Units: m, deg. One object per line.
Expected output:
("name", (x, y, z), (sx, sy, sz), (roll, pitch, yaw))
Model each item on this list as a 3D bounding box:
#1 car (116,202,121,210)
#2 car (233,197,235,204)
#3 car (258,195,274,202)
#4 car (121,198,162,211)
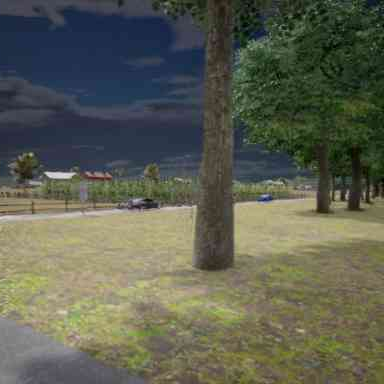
("car", (-7.230, 1.463, 40.396), (1.994, 1.385, 4.181), (-1, -1, 35))
("car", (5.803, 1.229, 58.860), (2.097, 1.767, 4.553), (-1, 0, 35))
("car", (14.930, 1.286, 66.898), (1.882, 1.535, 5.008), (-1, 0, 35))
("car", (-5.446, 1.380, 37.819), (1.812, 1.442, 4.674), (-1, -1, 35))
